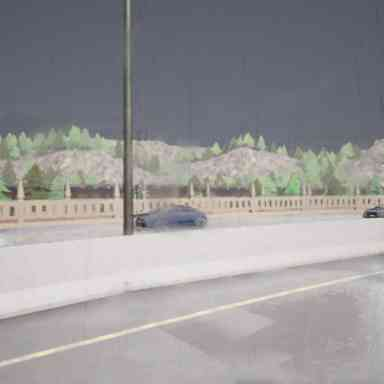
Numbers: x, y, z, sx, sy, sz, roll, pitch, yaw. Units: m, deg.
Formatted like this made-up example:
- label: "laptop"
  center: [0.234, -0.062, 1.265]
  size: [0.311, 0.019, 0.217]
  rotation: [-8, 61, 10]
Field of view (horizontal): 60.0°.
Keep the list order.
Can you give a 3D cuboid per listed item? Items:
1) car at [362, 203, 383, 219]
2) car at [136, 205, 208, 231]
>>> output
- label: "car"
  center: [13.730, 1.383, 22.663]
  size: [4.181, 1.385, 1.994]
  rotation: [0, 0, -21]
- label: "car"
  center: [-1.150, 1.439, 19.439]
  size: [4.181, 1.385, 1.994]
  rotation: [0, 0, -29]
